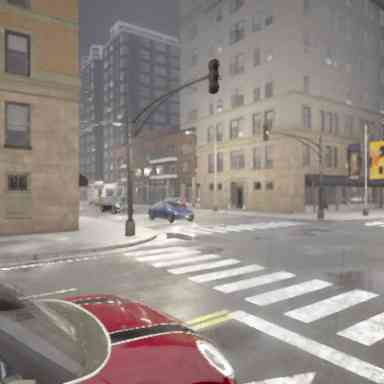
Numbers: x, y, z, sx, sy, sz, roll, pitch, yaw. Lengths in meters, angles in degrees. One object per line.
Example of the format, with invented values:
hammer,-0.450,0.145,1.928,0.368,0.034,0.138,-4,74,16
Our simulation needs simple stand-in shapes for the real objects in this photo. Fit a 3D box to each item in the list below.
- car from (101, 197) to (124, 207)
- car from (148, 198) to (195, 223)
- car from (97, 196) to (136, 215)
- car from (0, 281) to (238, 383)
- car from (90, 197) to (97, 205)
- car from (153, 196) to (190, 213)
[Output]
car,-11.635,1.435,48.311,1.802,1.307,4.206,0,0,-35
car,-1.638,1.413,24.608,1.812,1.442,4.674,0,0,-34
car,-7.310,1.231,32.694,2.097,1.767,4.553,0,0,-35
car,-1.783,1.354,2.195,4.553,1.767,2.097,0,0,-36
car,-14.880,1.379,52.903,1.752,1.417,4.829,0,0,-35
car,-2.194,1.299,34.949,1.967,1.590,4.097,0,0,-35
